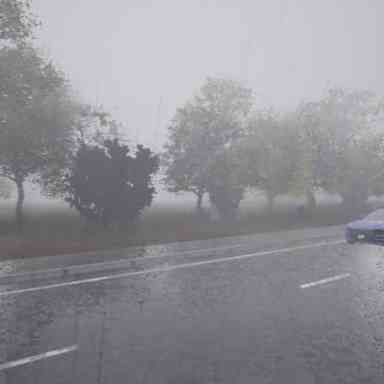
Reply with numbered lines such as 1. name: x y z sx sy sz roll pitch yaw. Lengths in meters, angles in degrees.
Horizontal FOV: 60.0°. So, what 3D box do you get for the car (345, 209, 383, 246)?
1. car: 8.650 1.477 14.452 5.008 1.535 1.882 0 0 -35
